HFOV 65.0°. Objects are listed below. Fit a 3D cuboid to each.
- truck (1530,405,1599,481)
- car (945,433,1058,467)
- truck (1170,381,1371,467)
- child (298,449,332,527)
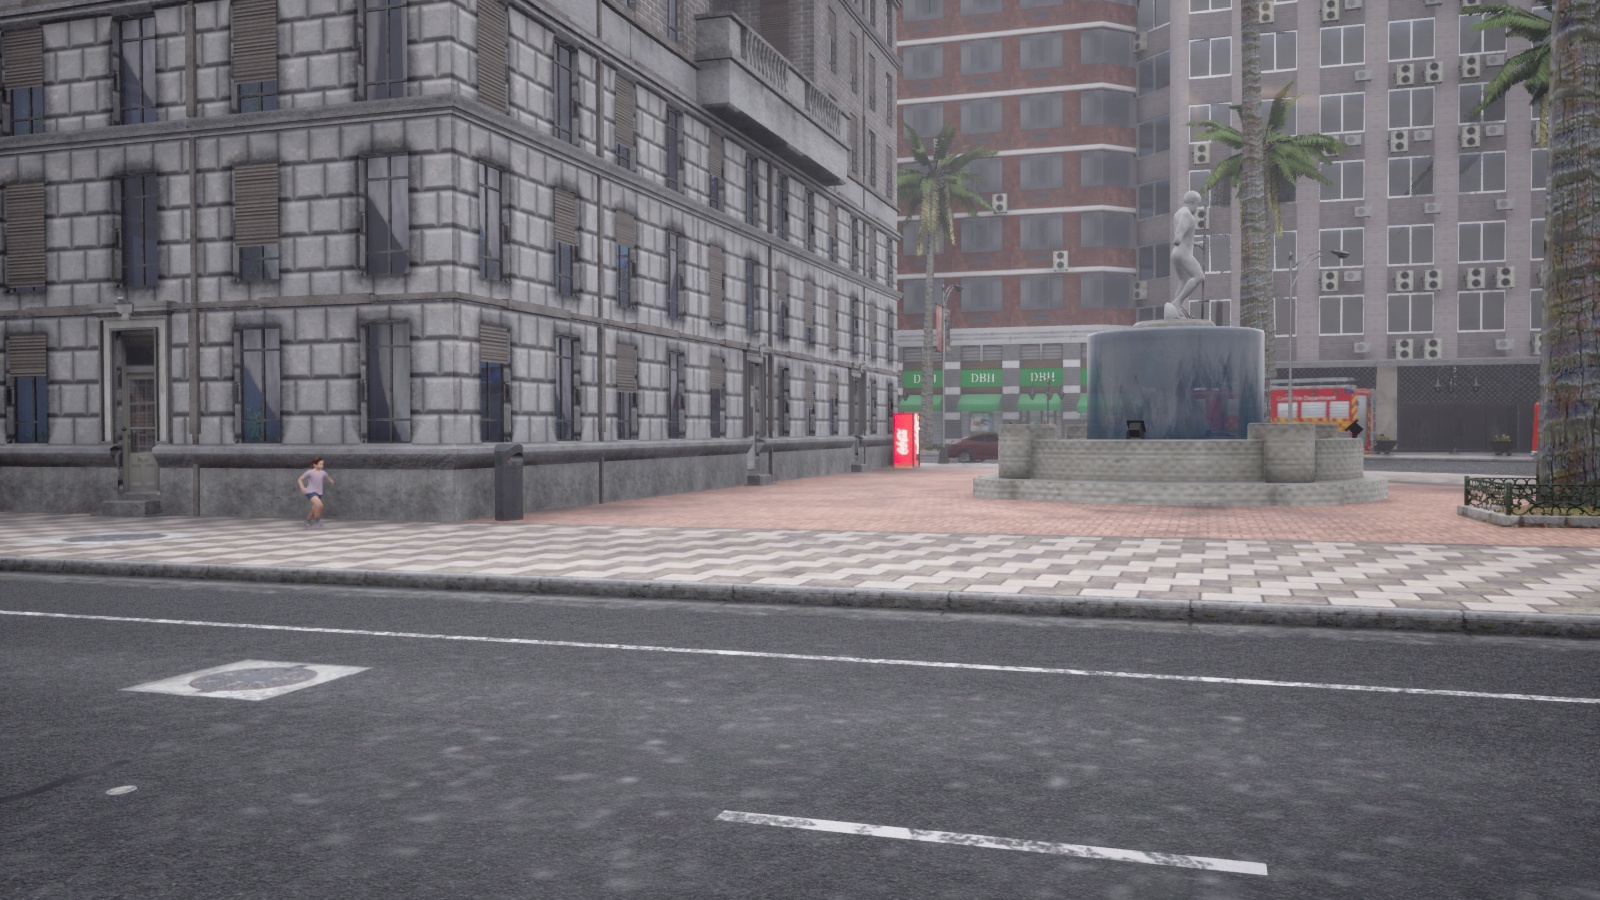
[{"bbox_3d":[27.463,-0.221,41.461,2.627,2.467,5.204,0,1,-27],"label":"truck"},{"bbox_3d":[8.999,-0.014,56.200,4.674,1.442,1.812,1,1,29],"label":"car"},{"bbox_3d":[22.158,-1.209,59.575,8.468,3.827,2.891,1,1,44],"label":"truck"},{"bbox_3d":[-7.031,0.545,18.201,0.394,1.110,0.255,1,1,26],"label":"child"}]
